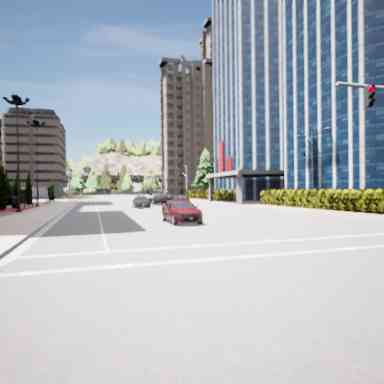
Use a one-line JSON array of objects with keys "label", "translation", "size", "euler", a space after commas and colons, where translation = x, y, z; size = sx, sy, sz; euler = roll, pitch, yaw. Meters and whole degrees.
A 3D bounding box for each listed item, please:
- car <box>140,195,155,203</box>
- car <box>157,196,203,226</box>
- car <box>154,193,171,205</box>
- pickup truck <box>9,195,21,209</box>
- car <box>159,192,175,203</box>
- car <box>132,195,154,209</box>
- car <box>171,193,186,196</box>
[{"label": "car", "translation": [-7.919, 1.212, 58.993], "size": [1.895, 1.301, 4.718], "euler": [-1, 1, -17]}, {"label": "car", "translation": [-0.760, 1.300, 22.350], "size": [1.882, 1.535, 5.008], "euler": [-1, 1, -17]}, {"label": "car", "translation": [-4.927, 1.158, 49.134], "size": [1.837, 1.490, 4.892], "euler": [-1, 1, -16]}, {"label": "pickup truck", "translation": [-22.815, 1.055, 38.499], "size": [2.390, 2.098, 6.274], "euler": [-1, 1, 14]}, {"label": "car", "translation": [-4.552, 0.908, 59.932], "size": [2.097, 1.767, 4.553], "euler": [-1, 1, -17]}, {"label": "car", "translation": [-6.278, 1.247, 40.926], "size": [1.837, 1.490, 4.892], "euler": [-1, 1, -16]}, {"label": "car", "translation": [-1.723, 1.142, 50.654], "size": [2.033, 1.411, 5.357], "euler": [-1, 1, -16]}]
